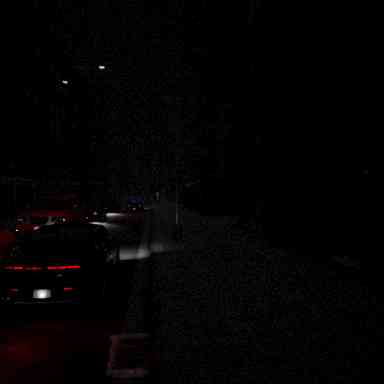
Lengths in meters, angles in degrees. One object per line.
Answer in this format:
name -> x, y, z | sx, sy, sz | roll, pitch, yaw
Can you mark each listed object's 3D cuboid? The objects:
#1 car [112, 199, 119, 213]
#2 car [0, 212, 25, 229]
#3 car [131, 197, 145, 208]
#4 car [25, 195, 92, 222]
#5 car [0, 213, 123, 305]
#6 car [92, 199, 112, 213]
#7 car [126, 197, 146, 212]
car -> -9.226, 1.483, 36.883 | 2.033, 1.411, 5.357 | 0, 0, -7
car -> -5.584, 1.323, 7.124 | 2.097, 1.767, 4.553 | 0, 0, -8
car -> -7.841, 1.472, 48.648 | 1.812, 1.442, 4.674 | 0, 0, -7
car -> -6.786, 1.181, 16.678 | 2.150, 2.045, 5.566 | 0, 0, -7
car -> -2.861, 1.491, 8.093 | 1.837, 1.490, 4.892 | 0, 0, -7
car -> -8.033, 1.494, 26.854 | 2.033, 1.411, 5.357 | 0, 0, -7
car -> -6.554, 1.552, 38.542 | 1.895, 1.301, 4.718 | 0, 0, -6
